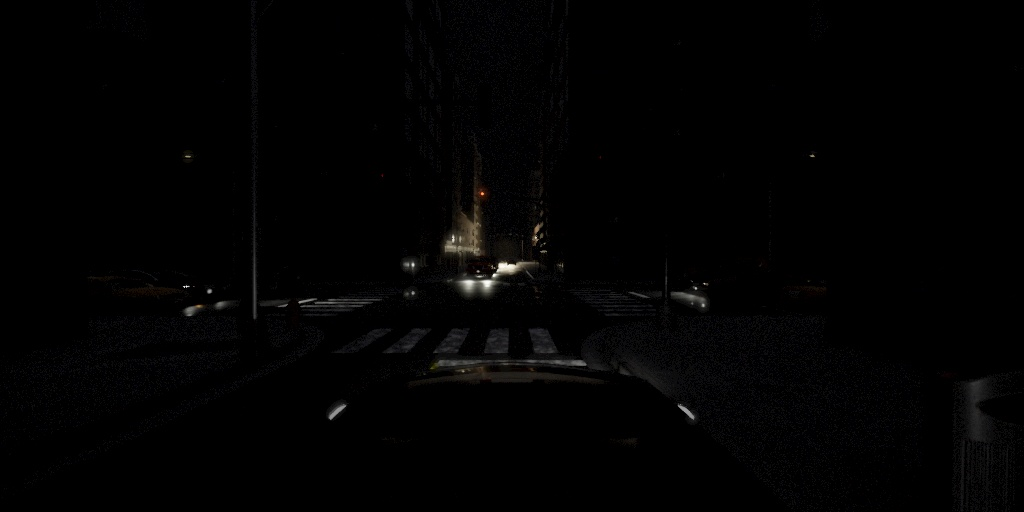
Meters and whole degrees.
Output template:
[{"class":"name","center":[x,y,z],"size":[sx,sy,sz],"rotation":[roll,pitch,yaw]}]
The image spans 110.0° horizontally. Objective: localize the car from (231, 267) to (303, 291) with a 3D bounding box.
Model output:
[{"class":"car","center":[-14.566,1.308,20.933],"size":[4.313,1.339,1.948],"rotation":[0,0,0]}]

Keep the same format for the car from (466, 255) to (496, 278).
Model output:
[{"class":"car","center":[-2.906,0.963,33.514],"size":[2.150,2.045,5.566],"rotation":[0,0,0]}]

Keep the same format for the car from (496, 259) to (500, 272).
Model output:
[{"class":"car","center":[-2.922,0.956,43.903],"size":[2.150,2.045,5.566],"rotation":[0,0,0]}]

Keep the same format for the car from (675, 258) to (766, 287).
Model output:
[{"class":"car","center":[12.317,1.031,20.945],"size":[5.009,1.841,2.192],"rotation":[0,0,0]}]

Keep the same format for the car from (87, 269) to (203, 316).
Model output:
[{"class":"car","center":[-14.402,1.305,12.908],"size":[4.829,1.417,1.751],"rotation":[0,0,0]}]

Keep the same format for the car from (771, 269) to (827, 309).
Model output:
[{"class":"car","center":[12.482,1.280,12.920],"size":[4.829,1.417,1.751],"rotation":[0,0,0]}]

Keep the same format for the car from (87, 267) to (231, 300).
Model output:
[{"class":"car","center":[-15.480,1.260,15.433],"size":[4.902,1.511,2.128],"rotation":[0,0,0]}]

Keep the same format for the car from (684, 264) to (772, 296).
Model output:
[{"class":"car","center":[12.137,1.276,18.369],"size":[5.357,1.411,2.033],"rotation":[0,0,3]}]
